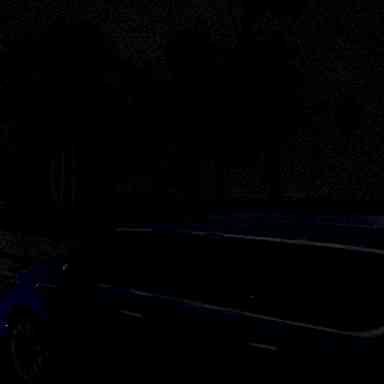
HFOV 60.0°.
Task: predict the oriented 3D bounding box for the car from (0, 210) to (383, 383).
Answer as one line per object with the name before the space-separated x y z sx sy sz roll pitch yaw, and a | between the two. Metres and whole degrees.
car | 0.168 1.221 3.567 5.566 2.045 2.150 0 0 36
